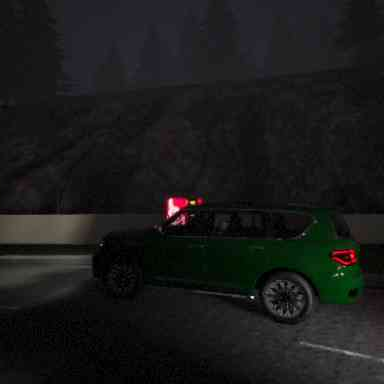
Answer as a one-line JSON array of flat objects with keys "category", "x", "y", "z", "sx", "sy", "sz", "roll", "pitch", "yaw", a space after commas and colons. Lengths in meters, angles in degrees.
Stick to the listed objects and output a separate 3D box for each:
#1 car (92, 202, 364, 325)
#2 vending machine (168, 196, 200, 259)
[{"category": "car", "x": 0.566, "y": 1.223, "z": 7.150, "sx": 5.566, "sy": 2.045, "sz": 2.150, "roll": 0, "pitch": 0, "yaw": 23}, {"category": "vending machine", "x": -0.263, "y": 1.195, "z": 11.787, "sx": 0.880, "sy": 2.100, "sz": 1.100, "roll": 0, "pitch": 0, "yaw": 14}]
